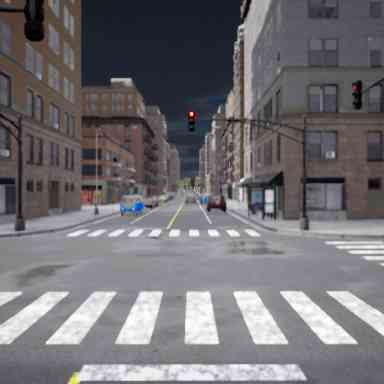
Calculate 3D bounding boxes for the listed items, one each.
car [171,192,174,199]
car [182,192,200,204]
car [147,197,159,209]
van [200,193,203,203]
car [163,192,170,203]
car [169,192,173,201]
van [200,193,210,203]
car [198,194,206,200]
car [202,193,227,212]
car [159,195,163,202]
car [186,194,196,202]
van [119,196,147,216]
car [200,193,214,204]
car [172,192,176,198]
[{"bbox_3d":[-5.656,1.254,73.757,1.947,1.339,4.313,0,0,0],"label":"car"},{"bbox_3d":[-0.143,1.257,55.645,2.128,1.511,4.902,0,0,1],"label":"car"},{"bbox_3d":[-5.548,1.392,41.320,1.947,1.339,4.313,0,0,0],"label":"car"},{"bbox_3d":[2.508,1.122,52.162,1.690,1.788,3.998,0,0,0],"label":"van"},{"bbox_3d":[-5.620,1.260,62.776,1.752,1.417,4.829,0,0,0],"label":"car"},{"bbox_3d":[-5.638,1.262,68.351,2.008,1.369,4.403,0,0,0],"label":"car"},{"bbox_3d":[2.459,1.075,62.975,1.690,1.788,3.998,0,0,0],"label":"van"},{"bbox_3d":[2.385,1.190,79.364,1.752,1.417,4.829,0,0,0],"label":"car"},{"bbox_3d":[2.581,1.164,35.944,2.192,1.841,5.009,0,0,0],"label":"car"},{"bbox_3d":[-5.566,1.348,46.727,1.887,1.381,4.507,0,0,0],"label":"car"},{"bbox_3d":[-0.230,1.200,65.737,1.882,1.535,5.008,0,0,0],"label":"car"},{"bbox_3d":[-5.513,1.213,30.507,1.690,1.788,3.998,0,0,0],"label":"van"},{"bbox_3d":[2.483,1.073,57.569,2.192,1.841,5.009,0,0,0],"label":"car"},{"bbox_3d":[-5.674,0.980,79.163,2.192,1.841,5.009,0,0,0],"label":"car"}]
